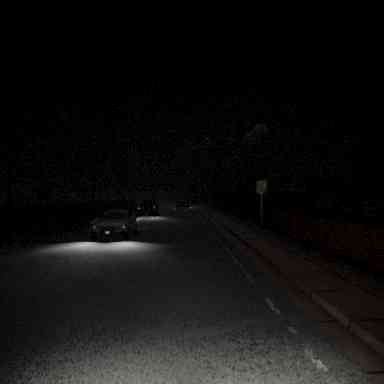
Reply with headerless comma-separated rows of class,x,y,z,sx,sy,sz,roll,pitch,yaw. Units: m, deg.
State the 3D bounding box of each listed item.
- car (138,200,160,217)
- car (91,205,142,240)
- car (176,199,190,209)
car,-4.501,1.600,34.729,2.097,1.767,4.553,0,0,-1
car,-4.072,1.667,18.093,1.812,1.442,4.674,0,0,-2
car,-1.395,1.858,50.835,1.812,1.442,4.674,0,0,-2
